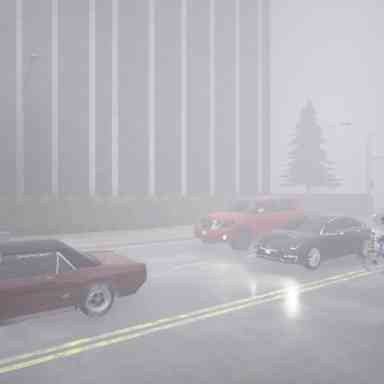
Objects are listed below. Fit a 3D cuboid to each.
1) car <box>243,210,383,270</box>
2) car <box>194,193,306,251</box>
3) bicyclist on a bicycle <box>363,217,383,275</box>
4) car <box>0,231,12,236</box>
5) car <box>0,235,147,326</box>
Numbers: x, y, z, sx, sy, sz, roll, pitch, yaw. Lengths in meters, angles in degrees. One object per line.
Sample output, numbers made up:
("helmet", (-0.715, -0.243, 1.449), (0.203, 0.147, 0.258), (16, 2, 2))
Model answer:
("car", (4.232, 1.505, 11.158), (4.892, 1.490, 1.837), (0, 0, -34))
("car", (2.750, 1.221, 14.390), (5.566, 2.045, 2.150), (0, 0, -35))
("bicyclist on a bicycle", (5.260, 1.455, 8.697), (0.582, 1.620, 1.656), (0, -2, -35))
("car", (-6.854, 1.492, 7.752), (4.902, 1.511, 2.128), (0, 0, -35))
("car", (-3.306, 1.601, 5.949), (4.718, 1.301, 1.895), (0, 0, -35))
